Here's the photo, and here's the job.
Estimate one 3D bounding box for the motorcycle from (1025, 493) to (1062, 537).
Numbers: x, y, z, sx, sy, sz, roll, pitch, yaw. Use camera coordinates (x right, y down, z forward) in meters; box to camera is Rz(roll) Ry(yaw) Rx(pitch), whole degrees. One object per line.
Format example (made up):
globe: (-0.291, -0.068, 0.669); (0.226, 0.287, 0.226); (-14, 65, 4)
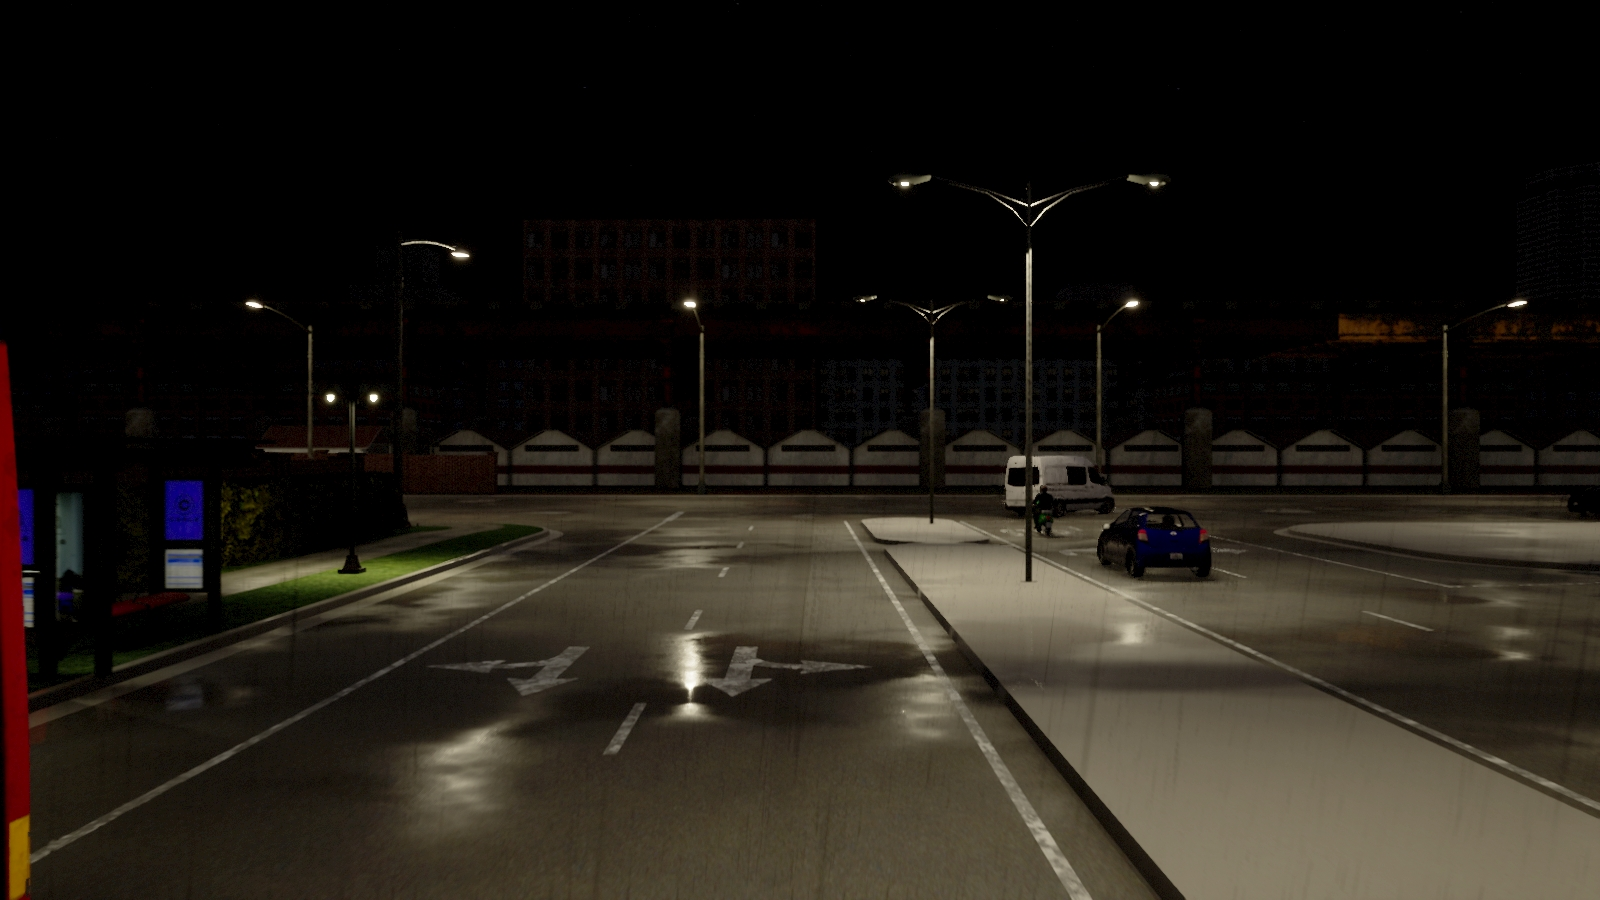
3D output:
motorcycle: (7.997, 2.124, 37.581); (0.856, 1.341, 1.805); (0, 0, 0)

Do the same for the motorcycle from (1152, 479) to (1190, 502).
motorcycle: (20.055, 2.174, 61.815); (1.805, 1.236, 0.856); (0, 0, 0)

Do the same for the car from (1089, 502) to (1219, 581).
car: (8.006, 2.034, 26.147); (1.845, 1.501, 3.633); (0, 0, 0)
